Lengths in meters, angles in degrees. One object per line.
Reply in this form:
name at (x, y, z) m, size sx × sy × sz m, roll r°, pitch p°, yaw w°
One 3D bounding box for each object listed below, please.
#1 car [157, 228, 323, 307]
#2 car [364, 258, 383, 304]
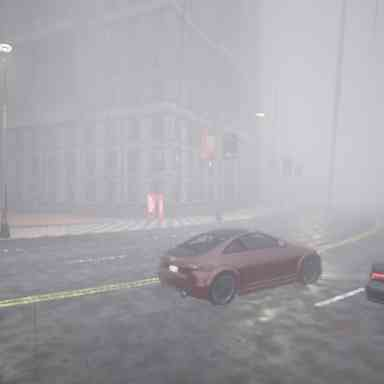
car at (1.258, 1.580, 8.109) m, size 4.181 × 1.385 × 1.994 m, roll 0°, pitch 0°, yaw -34°
car at (5.649, 1.559, 7.021) m, size 5.357 × 1.411 × 2.033 m, roll 0°, pitch 0°, yaw -38°
